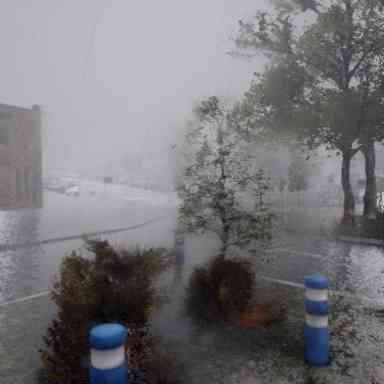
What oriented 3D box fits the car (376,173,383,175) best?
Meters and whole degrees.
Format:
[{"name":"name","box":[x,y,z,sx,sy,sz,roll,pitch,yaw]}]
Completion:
[{"name":"car","box":[46.245,-2.984,81.129,4.553,1.767,2.185,-3,3,14]}]

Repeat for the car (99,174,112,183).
[{"name":"car","box":[-19.347,-3.059,81.996,2.435,2.045,5.566,5,4,34]}]

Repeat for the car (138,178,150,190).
[{"name":"car","box":[-7.154,-1.297,64.908,2.435,2.045,5.566,6,5,35]}]

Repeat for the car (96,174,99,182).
[{"name":"car","box":[-21.155,-3.058,84.408,2.231,1.521,4.892,5,4,33]}]

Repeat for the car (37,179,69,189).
[{"name":"car","box":[-25.168,-1.406,60.230,2.097,1.535,5.008,4,6,33]}]

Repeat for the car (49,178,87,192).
[{"name":"car","box":[-19.792,-0.799,53.233,2.185,1.767,4.553,5,6,33]}]

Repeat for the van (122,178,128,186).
[{"name":"van","box":[-12.282,-2.030,72.347,1.878,1.987,4.442,5,5,34]}]

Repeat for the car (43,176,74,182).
[{"name":"car","box":[-23.357,-1.288,57.908,2.185,1.767,4.553,5,6,33]}]

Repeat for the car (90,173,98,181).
[{"name":"car","box":[-22.912,-3.561,86.819,2.435,2.045,5.566,5,4,33]}]

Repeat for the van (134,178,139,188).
[{"name":"van","box":[-8.936,-1.521,67.274,1.878,1.987,4.442,6,5,34]}]

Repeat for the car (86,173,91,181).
[{"name":"car","box":[-24.827,-3.557,89.045,1.946,1.575,5.366,6,5,33]}]

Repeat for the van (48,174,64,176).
[{"name":"van","box":[-26.994,-1.868,62.451,1.878,1.987,4.442,5,6,33]}]

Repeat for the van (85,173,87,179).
[{"name":"van","box":[-26.445,-4.036,91.674,1.878,1.987,4.442,5,4,33]}]

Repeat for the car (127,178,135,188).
[{"name":"car","box":[-10.632,-1.675,69.794,2.185,1.767,4.553,5,5,34]}]

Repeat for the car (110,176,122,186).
[{"name":"car","box":[-15.839,-2.303,77.136,2.231,1.521,4.892,6,5,34]}]

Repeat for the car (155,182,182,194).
[{"name":"car","box":[-3.696,-0.547,60.078,2.097,1.535,5.008,5,5,35]}]

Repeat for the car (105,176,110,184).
[{"name":"car","box":[-17.592,-2.527,79.586,2.163,1.488,4.792,5,5,34]}]

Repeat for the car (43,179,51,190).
[{"name":"car","box":[-21.613,-0.886,55.533,2.163,1.488,4.792,5,6,33]}]

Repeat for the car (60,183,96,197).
[{"name":"car","box":[-16.246,-0.144,48.550,2.002,1.452,4.674,4,6,32]}]

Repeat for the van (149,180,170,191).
[{"name":"van","box":[-5.347,-1.026,62.598,1.878,1.987,4.442,5,5,35]}]

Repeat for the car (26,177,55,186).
[{"name":"car","box":[-30.479,-2.136,67.229,2.097,1.535,5.008,4,6,33]}]

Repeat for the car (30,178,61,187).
[{"name":"car","box":[-28.604,-1.906,65.057,1.946,1.575,5.366,4,6,33]}]

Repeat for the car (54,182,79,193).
[{"name":"car","box":[-18.017,-0.400,50.911,2.163,1.488,4.792,4,6,33]}]

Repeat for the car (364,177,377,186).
[{"name":"car","box":[39.675,-1.833,71.373,4.792,1.488,2.163,-3,4,16]}]
